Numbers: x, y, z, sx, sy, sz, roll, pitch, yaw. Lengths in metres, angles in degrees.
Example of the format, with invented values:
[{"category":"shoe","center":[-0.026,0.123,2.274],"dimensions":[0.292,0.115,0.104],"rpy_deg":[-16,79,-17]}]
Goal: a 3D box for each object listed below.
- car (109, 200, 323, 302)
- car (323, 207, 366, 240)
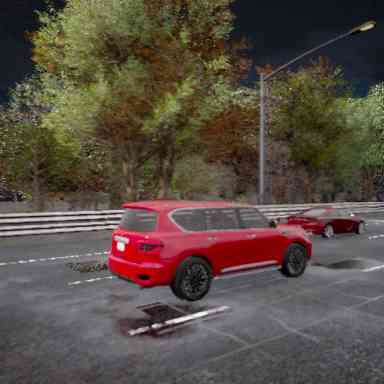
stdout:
[{"category":"car","center":[0.695,1.236,8.537],"dimensions":[5.566,2.045,2.150],"rpy_deg":[0,0,-35]},{"category":"car","center":[7.146,1.517,17.433],"dimensions":[5.008,1.535,1.882],"rpy_deg":[0,0,-35]}]
